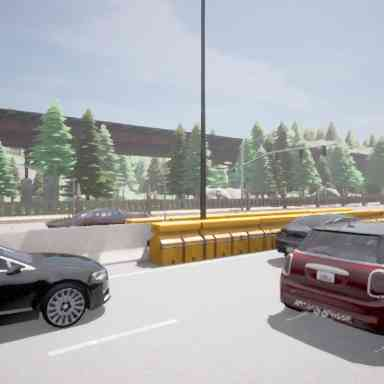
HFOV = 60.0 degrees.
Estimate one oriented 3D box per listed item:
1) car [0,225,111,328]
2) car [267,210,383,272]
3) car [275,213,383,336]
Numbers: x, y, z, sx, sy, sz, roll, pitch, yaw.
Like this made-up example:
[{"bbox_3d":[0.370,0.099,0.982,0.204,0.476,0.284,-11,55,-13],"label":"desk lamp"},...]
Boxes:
[{"bbox_3d":[-3.793,1.492,5.341,4.902,1.511,2.128,0,0,-35],"label":"car"},{"bbox_3d":[4.986,1.507,11.602,4.892,1.490,1.837,-1,0,-36],"label":"car"},{"bbox_3d":[3.830,1.351,6.479,4.553,1.767,2.097,0,0,-36],"label":"car"}]
